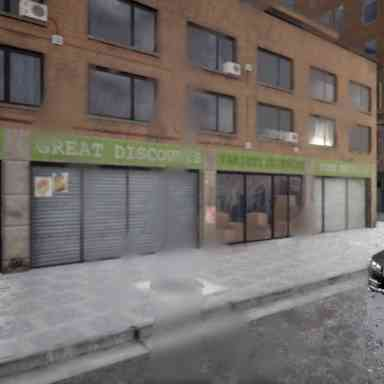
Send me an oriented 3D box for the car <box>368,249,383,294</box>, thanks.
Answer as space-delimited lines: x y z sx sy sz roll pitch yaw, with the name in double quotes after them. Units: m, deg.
5.910 1.491 7.597 4.902 1.511 2.128 0 0 -36 "car"
